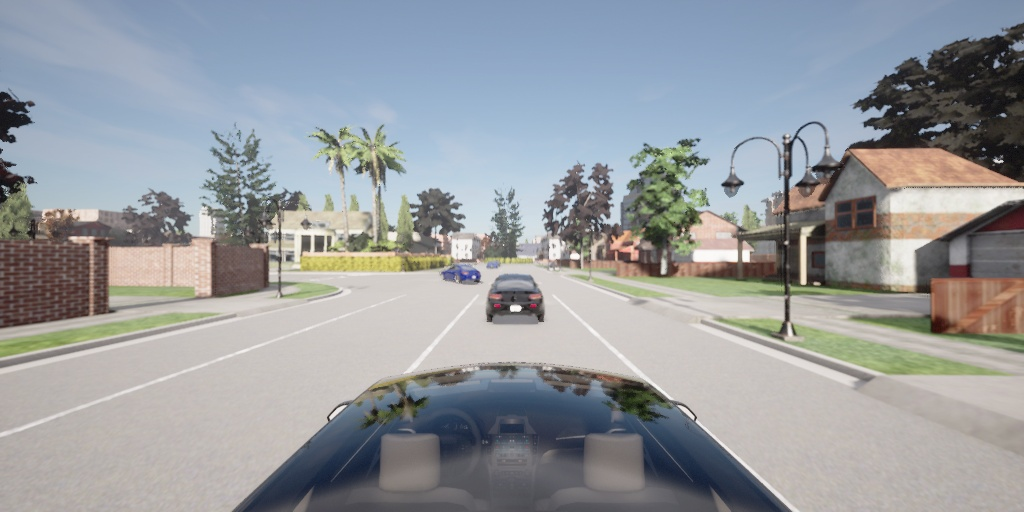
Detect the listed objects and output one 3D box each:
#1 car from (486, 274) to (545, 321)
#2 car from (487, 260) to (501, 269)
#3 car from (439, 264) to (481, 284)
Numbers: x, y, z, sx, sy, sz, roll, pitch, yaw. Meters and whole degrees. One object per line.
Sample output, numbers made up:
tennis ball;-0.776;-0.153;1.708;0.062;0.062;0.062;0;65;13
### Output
car;0.103;1.336;12.554;1.812;1.442;4.674;0;0;0
car;-3.524;1.585;65.248;1.882;1.535;5.008;0;-1;1
car;-4.240;1.404;29.065;1.812;1.442;4.674;1;0;-36
